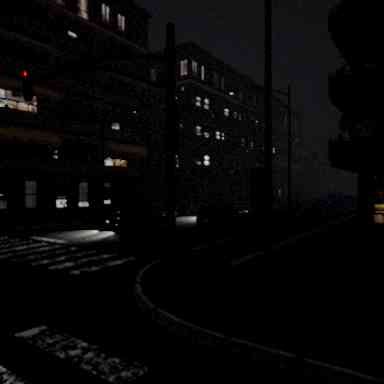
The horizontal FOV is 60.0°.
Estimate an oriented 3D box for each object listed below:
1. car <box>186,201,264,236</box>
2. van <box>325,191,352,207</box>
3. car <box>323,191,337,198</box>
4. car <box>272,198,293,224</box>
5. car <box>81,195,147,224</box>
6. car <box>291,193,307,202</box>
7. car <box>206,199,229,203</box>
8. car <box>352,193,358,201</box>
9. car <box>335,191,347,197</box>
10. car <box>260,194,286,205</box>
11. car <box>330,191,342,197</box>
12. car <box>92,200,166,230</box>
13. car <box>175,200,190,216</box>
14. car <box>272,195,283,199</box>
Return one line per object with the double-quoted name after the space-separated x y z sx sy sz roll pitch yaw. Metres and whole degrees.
1.875 1.416 17.620 1.947 1.339 4.313 1 1 35 "car"
17.882 0.790 40.411 1.690 1.788 3.998 1 1 35 "van"
30.254 0.516 72.615 1.887 1.381 4.507 1 1 35 "car"
5.076 1.352 22.179 1.802 1.307 4.206 1 1 35 "car"
-4.959 1.167 22.464 2.192 1.841 5.009 1 1 35 "car"
17.448 0.856 54.380 1.947 1.339 4.313 1 1 35 "car"
2.218 1.288 28.196 1.994 1.385 4.181 0 1 35 "car"
24.284 0.834 49.531 1.887 1.381 4.507 1 1 35 "car"
36.656 0.394 81.733 1.802 1.307 4.206 1 1 35 "car"
11.046 1.016 45.263 1.947 1.339 4.313 1 1 35 "car"
33.455 0.474 77.174 1.802 1.307 4.206 1 1 35 "car"
-3.536 1.432 20.013 1.994 1.385 4.181 0 1 35 "car"
-1.759 1.316 27.028 1.887 1.381 4.507 1 1 35 "car"
8.300 1.064 36.846 2.128 1.511 4.902 0 1 35 "car"
